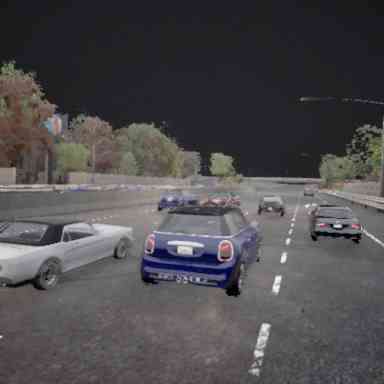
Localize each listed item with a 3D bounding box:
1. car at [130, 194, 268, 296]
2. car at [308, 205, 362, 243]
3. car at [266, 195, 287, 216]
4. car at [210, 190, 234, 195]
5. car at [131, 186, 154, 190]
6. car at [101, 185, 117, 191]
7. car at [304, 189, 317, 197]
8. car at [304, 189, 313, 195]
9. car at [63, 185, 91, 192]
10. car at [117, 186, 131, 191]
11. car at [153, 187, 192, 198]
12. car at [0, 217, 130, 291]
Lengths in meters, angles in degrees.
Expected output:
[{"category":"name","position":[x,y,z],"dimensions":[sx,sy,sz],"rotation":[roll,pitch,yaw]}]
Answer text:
[{"category":"car","position":[0.542,1.110,8.460],"dimensions":[2.097,1.767,4.553],"rotation":[2,2,18]},{"category":"car","position":[6.246,1.274,14.806],"dimensions":[2.033,1.411,5.357],"rotation":[2,2,19]},{"category":"car","position":[6.172,0.954,25.291],"dimensions":[1.812,1.442,4.674],"rotation":[2,2,18]},{"category":"car","position":[2.383,0.690,24.973],"dimensions":[2.097,1.767,4.553],"rotation":[2,2,18]},{"category":"car","position":[-5.878,0.035,44.953],"dimensions":[1.882,1.535,5.008],"rotation":[2,2,19]},{"category":"car","position":[-11.674,-0.249,49.653],"dimensions":[1.882,1.535,5.008],"rotation":[2,1,19]},{"category":"car","position":[24.862,0.241,70.428],"dimensions":[1.994,1.385,4.181],"rotation":[2,2,18]},{"category":"car","position":[29.953,-0.085,85.636],"dimensions":[1.882,1.535,5.008],"rotation":[2,2,18]},{"category":"car","position":[-16.218,-0.249,47.113],"dimensions":[1.812,1.442,4.674],"rotation":[2,2,19]},{"category":"car","position":[-8.367,-0.130,48.518],"dimensions":[1.882,1.535,5.008],"rotation":[2,1,19]},{"category":"car","position":[-0.924,0.571,26.108],"dimensions":[2.097,1.767,4.553],"rotation":[2,2,18]},{"category":"car","position":[-3.246,1.268,8.177],"dimensions":[1.895,1.301,4.718],"rotation":[2,2,18]}]
